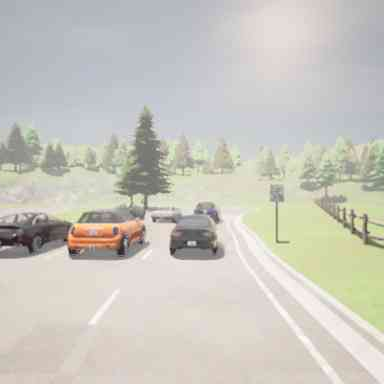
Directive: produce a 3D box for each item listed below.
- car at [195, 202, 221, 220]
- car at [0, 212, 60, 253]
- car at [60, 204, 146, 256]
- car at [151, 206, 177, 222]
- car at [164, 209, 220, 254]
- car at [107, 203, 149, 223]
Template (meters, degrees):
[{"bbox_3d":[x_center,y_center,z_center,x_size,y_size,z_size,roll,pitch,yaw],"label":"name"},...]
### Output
[{"bbox_3d":[1.335,1.616,28.536,2.097,1.767,4.553,0,-1,8],"label":"car"},{"bbox_3d":[-6.822,1.627,14.423,2.128,1.511,4.902,0,0,4],"label":"car"},{"bbox_3d":[-3.349,1.481,13.956,2.097,1.767,4.553,0,-1,4],"label":"car"},{"bbox_3d":[-2.133,1.871,29.030,1.895,1.301,4.718,0,0,8],"label":"car"},{"bbox_3d":[0.168,1.657,14.019,1.812,1.442,4.674,0,0,4],"label":"car"},{"bbox_3d":[-5.566,1.769,29.683,2.128,1.511,4.902,0,0,8],"label":"car"}]
